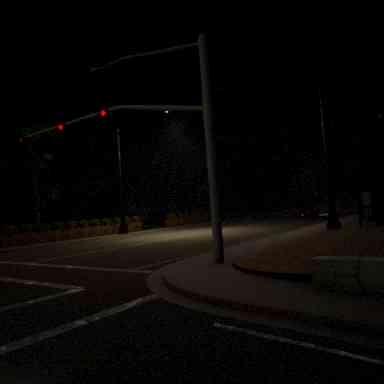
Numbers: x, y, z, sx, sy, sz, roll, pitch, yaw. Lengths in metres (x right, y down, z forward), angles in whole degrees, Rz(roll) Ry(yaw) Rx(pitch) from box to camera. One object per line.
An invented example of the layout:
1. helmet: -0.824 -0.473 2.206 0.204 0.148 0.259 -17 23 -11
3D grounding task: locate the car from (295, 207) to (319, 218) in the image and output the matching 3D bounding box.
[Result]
1. car: 15.425 2.678 44.258 1.895 1.301 4.718 -6 -4 37
